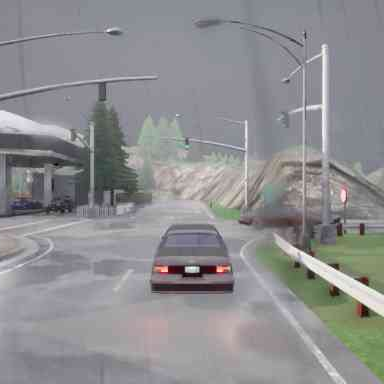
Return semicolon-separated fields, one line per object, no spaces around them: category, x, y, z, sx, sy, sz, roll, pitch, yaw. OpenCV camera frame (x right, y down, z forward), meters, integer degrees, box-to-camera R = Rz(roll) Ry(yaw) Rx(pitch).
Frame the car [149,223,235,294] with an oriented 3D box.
car;0.003;1.547;8.940;2.033;1.411;5.357;0;0;0

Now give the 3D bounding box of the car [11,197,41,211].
car;-20.224;1.480;40.803;2.242;1.667;4.611;0;0;-1

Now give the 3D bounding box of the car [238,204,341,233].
car;5.205;1.382;18.150;5.357;1.411;2.033;-1;0;37

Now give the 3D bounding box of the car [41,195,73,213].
car;-14.519;1.313;36.524;1.905;1.878;3.866;0;0;-1
